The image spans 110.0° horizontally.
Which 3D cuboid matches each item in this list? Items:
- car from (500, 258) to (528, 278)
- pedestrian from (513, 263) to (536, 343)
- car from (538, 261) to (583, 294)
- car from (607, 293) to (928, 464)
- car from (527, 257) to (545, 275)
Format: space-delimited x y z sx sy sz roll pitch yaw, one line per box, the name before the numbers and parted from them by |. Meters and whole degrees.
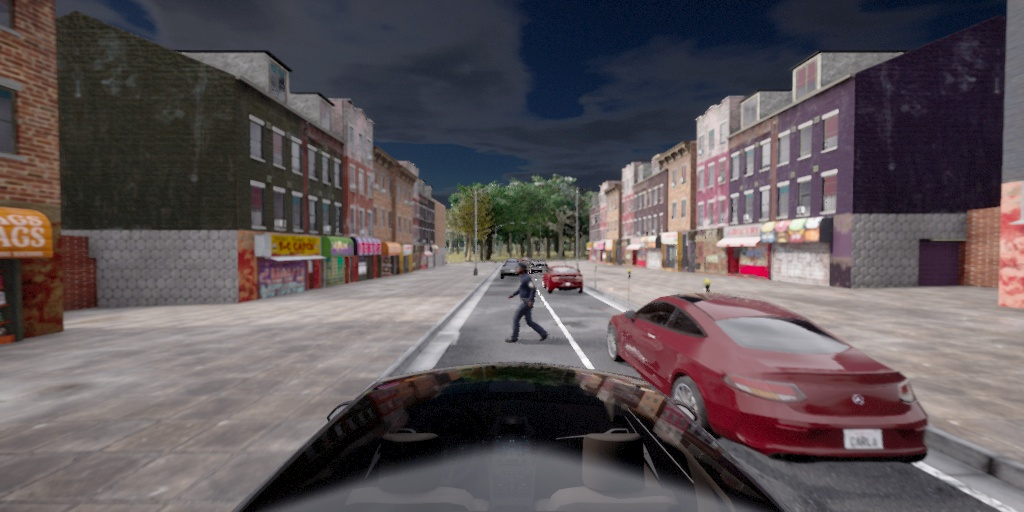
car | 0.060 1.097 30.060 1.994 1.385 4.181 0 0 0
pedestrian | 0.272 0.994 7.930 0.375 1.860 0.375 -1 1 0
car | 2.618 1.160 19.039 1.888 1.381 4.507 0 0 0
car | 2.747 1.249 5.110 1.812 1.442 4.674 0 0 0
car | 2.600 1.066 35.258 1.948 1.339 4.313 0 0 0
